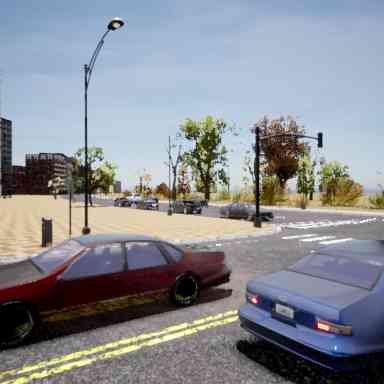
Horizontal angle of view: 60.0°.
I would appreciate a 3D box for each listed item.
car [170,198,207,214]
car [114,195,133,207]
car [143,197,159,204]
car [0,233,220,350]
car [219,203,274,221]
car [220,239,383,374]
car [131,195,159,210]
[{"bbox_3d":[-0.731,1.584,36.408,1.837,1.490,4.892,0,0,-32],"label":"car"},{"bbox_3d":[-11.346,1.626,54.163,1.837,1.490,4.892,0,0,-30],"label":"car"},{"bbox_3d":[-8.586,1.666,69.327,1.994,1.385,4.181,0,0,-29],"label":"car"},{"bbox_3d":[-1.708,1.547,6.417,5.357,1.411,2.033,0,0,-35],"label":"car"},{"bbox_3d":[4.445,1.603,27.997,2.033,1.411,5.357,0,0,-31],"label":"car"},{"bbox_3d":[3.245,1.547,5.612,5.357,1.411,2.033,0,0,-34],"label":"car"},{"bbox_3d":[-6.110,1.593,45.241,2.128,1.511,4.902,0,0,-31],"label":"car"}]
